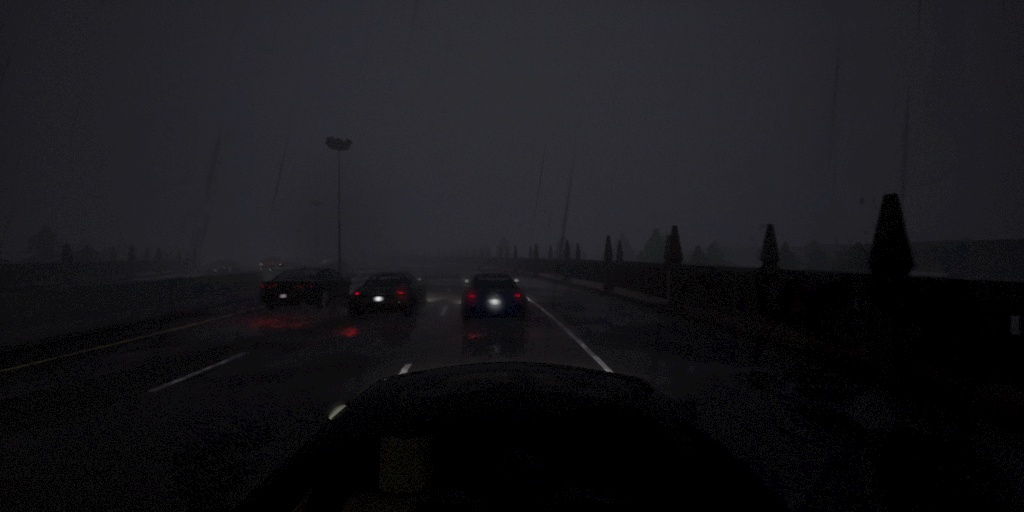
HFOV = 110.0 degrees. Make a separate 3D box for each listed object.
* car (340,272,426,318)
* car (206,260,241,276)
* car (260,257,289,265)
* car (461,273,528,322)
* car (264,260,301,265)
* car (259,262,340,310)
[{"bbox_3d":[-4.266,1.253,12.828,1.994,1.385,4.181,0,0,-7],"label":"car"},{"bbox_3d":[-28.551,1.117,35.610,2.128,1.511,4.902,0,0,-24],"label":"car"},{"bbox_3d":[-27.019,0.934,40.590,2.097,1.767,4.553,0,1,-26],"label":"car"},{"bbox_3d":[-0.658,1.244,11.998,1.994,1.385,4.181,0,0,-5],"label":"car"},{"bbox_3d":[-19.076,1.223,30.590,1.895,1.301,4.718,0,0,-19],"label":"car"},{"bbox_3d":[-7.984,1.169,14.464,1.882,1.535,5.008,0,0,-7],"label":"car"}]
